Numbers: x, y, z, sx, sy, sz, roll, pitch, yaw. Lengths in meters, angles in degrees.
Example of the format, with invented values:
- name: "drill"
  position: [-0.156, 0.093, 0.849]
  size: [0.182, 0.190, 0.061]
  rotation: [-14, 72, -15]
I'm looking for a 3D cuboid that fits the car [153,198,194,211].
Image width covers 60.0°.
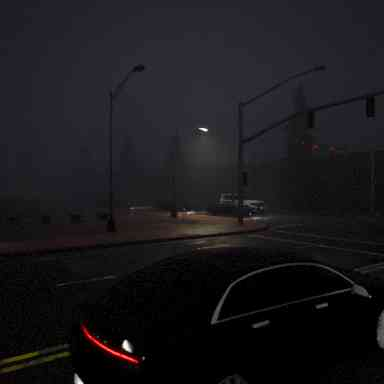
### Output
- name: "car"
  position: [-2.526, 1.547, 39.222]
  size: [2.033, 1.411, 5.357]
  rotation: [0, 0, -39]

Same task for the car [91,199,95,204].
- name: "car"
  position: [-16.301, 1.478, 61.324]
  size: [5.008, 1.535, 1.882]
  rotation: [0, 0, 21]

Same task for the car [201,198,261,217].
- name: "car"
  position: [3.536, 1.547, 31.219]
  size: [2.033, 1.411, 5.357]
  rotation: [0, 0, -36]

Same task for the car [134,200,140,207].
- name: "car"
  position: [-9.941, 1.525, 50.274]
  size: [4.674, 1.442, 1.812]
  rotation: [0, 0, 32]

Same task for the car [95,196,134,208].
- name: "car"
  position: [-10.991, 1.601, 46.871]
  size: [4.718, 1.301, 1.895]
  rotation: [0, 0, 33]

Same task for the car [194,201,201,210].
- name: "car"
  position: [-0.890, 1.478, 42.496]
  size: [1.882, 1.535, 5.008]
  rotation: [0, 0, -43]

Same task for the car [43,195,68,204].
- name: "car"
  position: [-26.261, 1.352, 63.788]
  size: [4.553, 1.767, 2.097]
  rotation: [0, 0, 9]

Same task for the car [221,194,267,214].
- name: "car"
  position: [5.184, 1.221, 34.844]
  size: [2.150, 2.045, 5.566]
  rotation: [0, 0, -37]

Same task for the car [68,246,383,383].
- name: "car"
  position: [0.940, 1.506, 4.468]
  size: [4.892, 1.490, 1.837]
  rotation: [0, 0, -35]
